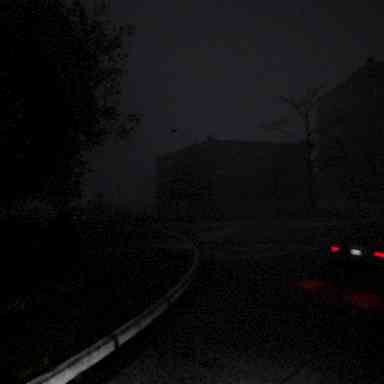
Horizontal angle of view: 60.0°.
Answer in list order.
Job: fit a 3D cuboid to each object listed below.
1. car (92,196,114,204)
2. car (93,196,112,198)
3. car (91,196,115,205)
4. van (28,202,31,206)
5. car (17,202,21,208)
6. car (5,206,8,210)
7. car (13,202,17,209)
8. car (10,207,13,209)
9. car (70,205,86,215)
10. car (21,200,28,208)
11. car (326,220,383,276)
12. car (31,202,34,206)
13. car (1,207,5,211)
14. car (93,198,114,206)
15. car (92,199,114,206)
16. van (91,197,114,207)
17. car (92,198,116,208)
[{"bbox_3d":[-23.982,2.200,89.519,5.566,2.045,2.435,-1,0,-15],"label":"car"},{"bbox_3d":[-18.109,2.256,67.938,4.553,1.767,2.185,-1,0,-15],"label":"car"},{"bbox_3d":[-22.449,2.185,84.045,5.566,2.045,2.435,-1,0,-15],"label":"car"},{"bbox_3d":[-42.297,2.691,80.541,4.442,1.987,1.878,-1,0,-15],"label":"van"},{"bbox_3d":[-39.536,2.889,69.863,4.892,1.521,2.231,-1,0,-15],"label":"car"},{"bbox_3d":[-37.379,2.847,61.873,5.008,1.535,2.097,-1,0,-15],"label":"car"},{"bbox_3d":[-38.783,2.750,67.205,4.553,1.767,2.185,-1,0,-15],"label":"car"},{"bbox_3d":[-38.088,2.901,64.536,4.674,1.452,2.002,-1,0,-15],"label":"car"},{"bbox_3d":[-15.620,2.391,45.356,1.895,1.301,4.718,-1,0,-23],"label":"car"},{"bbox_3d":[-41.000,2.653,75.179,5.566,2.045,2.435,-1,0,-15],"label":"car"},{"bbox_3d":[6.163,1.462,9.341,5.357,1.411,2.033,-1,-1,-30],"label":"car"},{"bbox_3d":[-43.128,2.929,83.172,5.008,1.535,2.097,-1,0,-15],"label":"car"},{"bbox_3d":[-36.627,2.701,59.216,4.553,1.767,2.185,-1,0,-15],"label":"car"},{"bbox_3d":[-20.278,2.291,75.996,4.553,1.767,2.185,-1,0,-15],"label":"car"},{"bbox_3d":[-21.064,2.424,78.791,5.008,1.535,2.097,-1,0,-15],"label":"car"},{"bbox_3d":[-19.010,2.177,70.708,4.442,1.987,1.878,-1,0,-15],"label":"van"},{"bbox_3d":[-16.752,2.369,62.674,4.792,1.488,2.163,-1,0,-15],"label":"car"}]
